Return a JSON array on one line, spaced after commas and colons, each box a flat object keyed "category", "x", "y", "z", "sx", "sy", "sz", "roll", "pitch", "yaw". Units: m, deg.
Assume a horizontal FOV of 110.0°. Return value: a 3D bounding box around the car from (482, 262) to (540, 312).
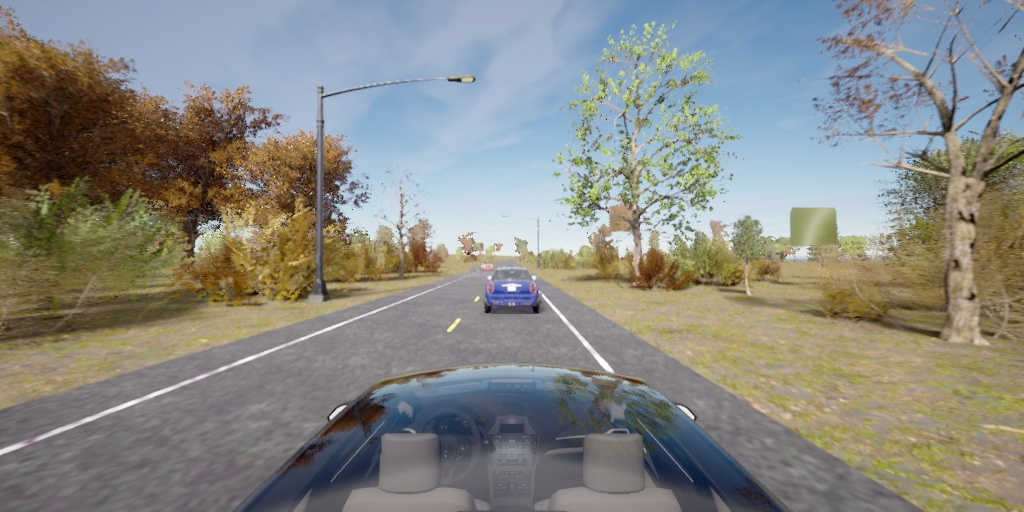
[{"category": "car", "x": 0.002, "y": 1.250, "z": 15.262, "sx": 2.097, "sy": 1.767, "sz": 4.553, "roll": 0, "pitch": -1, "yaw": 0}]
